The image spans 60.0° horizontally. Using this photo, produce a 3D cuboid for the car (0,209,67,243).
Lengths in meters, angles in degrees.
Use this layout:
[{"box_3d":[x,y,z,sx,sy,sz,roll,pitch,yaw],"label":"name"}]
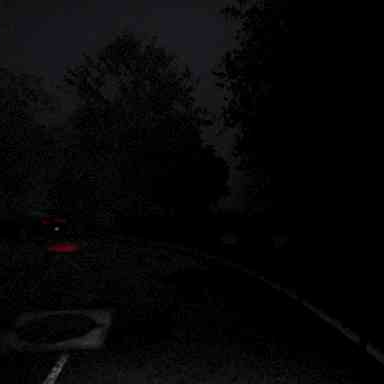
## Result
[{"box_3d":[-8.536,1.598,16.749,5.008,1.535,1.882,-1,-2,28],"label":"car"}]
